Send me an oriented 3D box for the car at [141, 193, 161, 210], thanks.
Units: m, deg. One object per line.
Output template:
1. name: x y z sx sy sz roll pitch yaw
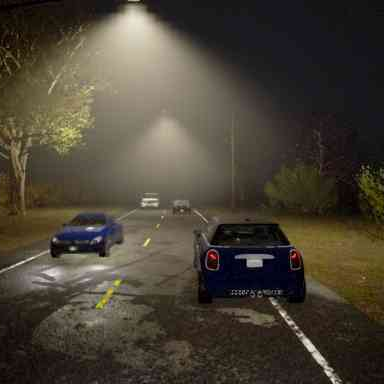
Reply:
1. car: -5.176 1.153 42.093 2.150 2.045 5.566 0 0 -4

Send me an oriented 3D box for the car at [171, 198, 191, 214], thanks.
1. car: -1.109 1.547 35.070 1.895 1.301 4.718 0 0 -3

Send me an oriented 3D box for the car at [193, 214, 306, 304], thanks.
1. car: 1.129 1.346 8.337 2.097 1.767 4.553 0 0 -1

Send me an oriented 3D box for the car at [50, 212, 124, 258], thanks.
1. car: -3.823 1.516 12.844 1.812 1.442 4.674 0 0 -2

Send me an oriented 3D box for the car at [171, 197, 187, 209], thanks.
1. car: -1.843 1.484 45.335 1.994 1.385 4.181 0 0 -5
